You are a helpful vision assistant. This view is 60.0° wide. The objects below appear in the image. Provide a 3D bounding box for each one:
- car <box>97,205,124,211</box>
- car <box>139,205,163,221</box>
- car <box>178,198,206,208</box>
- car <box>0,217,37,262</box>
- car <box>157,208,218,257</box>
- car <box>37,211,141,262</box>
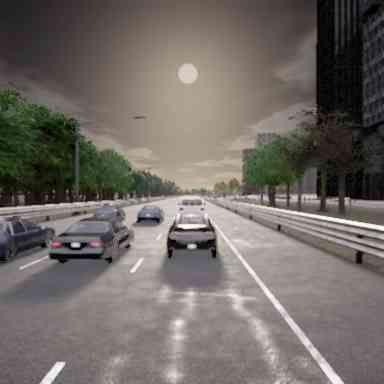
[{"bbox_3d":[-6.988,1.825,28.529,1.994,1.385,4.181,0,0,1],"label":"car"},{"bbox_3d":[-3.485,1.826,28.539,1.994,1.385,4.181,0,0,0],"label":"car"},{"bbox_3d":[0.001,1.478,27.578,2.150,2.045,5.566,0,0,0],"label":"car"},{"bbox_3d":[-6.994,1.665,12.525,2.033,1.411,5.357,0,-1,0],"label":"car"},{"bbox_3d":[0.019,1.620,13.518,2.128,1.511,4.902,0,0,1],"label":"car"},{"bbox_3d":[-3.494,1.665,12.519,2.033,1.411,5.357,0,-1,0],"label":"car"}]
